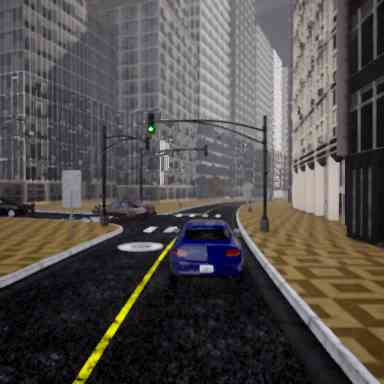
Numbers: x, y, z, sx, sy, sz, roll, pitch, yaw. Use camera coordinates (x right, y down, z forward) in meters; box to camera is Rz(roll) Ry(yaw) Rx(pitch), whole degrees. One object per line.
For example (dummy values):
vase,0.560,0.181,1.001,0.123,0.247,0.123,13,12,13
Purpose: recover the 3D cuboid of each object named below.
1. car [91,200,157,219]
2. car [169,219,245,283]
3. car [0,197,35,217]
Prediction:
car,-5.563,1.384,27.178,5.357,1.411,2.033,2,1,23
car,0.425,1.499,9.538,1.812,1.442,4.674,0,0,3
car,-15.138,1.192,27.039,5.008,1.535,1.882,1,1,19
